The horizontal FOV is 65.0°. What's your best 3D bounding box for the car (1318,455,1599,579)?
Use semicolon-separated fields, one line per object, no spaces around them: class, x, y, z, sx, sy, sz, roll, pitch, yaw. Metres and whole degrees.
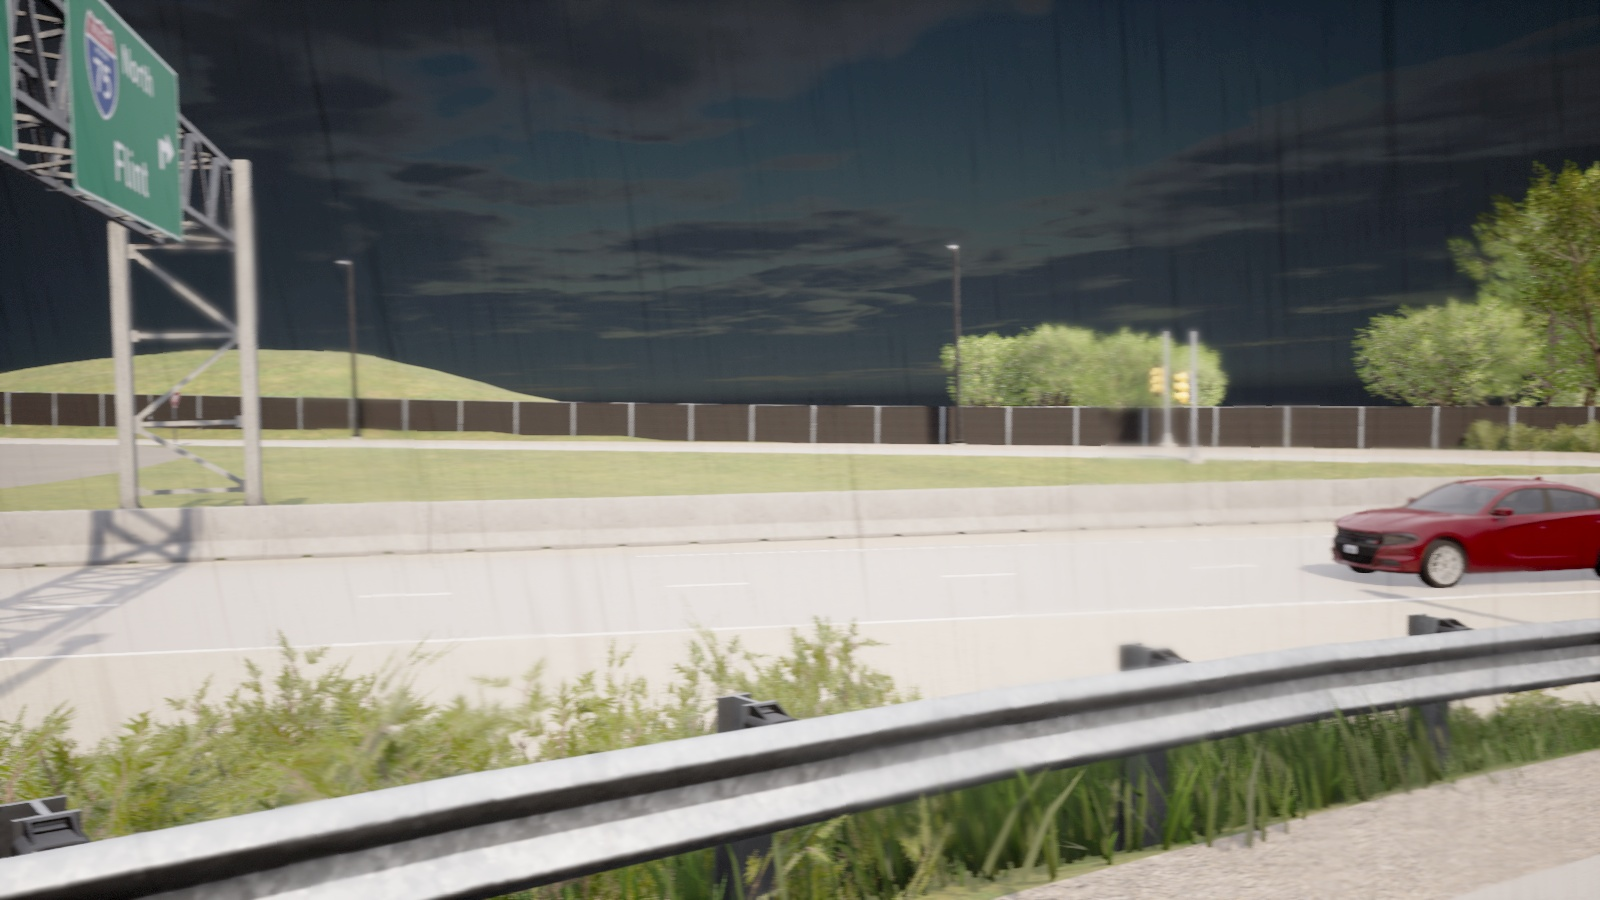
car;10.740;0.955;19.234;5.008;1.535;1.882;-2;2;-13
